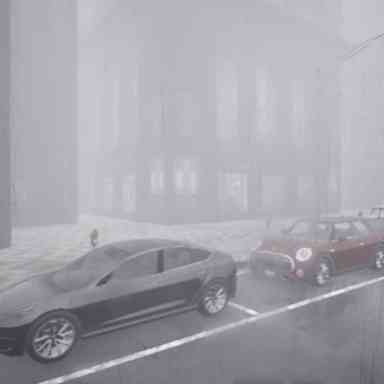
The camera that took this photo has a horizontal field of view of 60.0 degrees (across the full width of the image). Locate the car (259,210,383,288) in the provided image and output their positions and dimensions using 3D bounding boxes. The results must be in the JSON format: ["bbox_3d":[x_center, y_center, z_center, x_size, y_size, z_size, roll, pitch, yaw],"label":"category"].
[{"bbox_3d":[3.495,1.425,9.141,4.097,1.590,1.967,0,0,-35],"label":"car"}]

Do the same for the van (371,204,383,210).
[{"bbox_3d":[8.085,1.316,12.413,3.998,1.788,1.690,0,0,-35],"label":"van"}]

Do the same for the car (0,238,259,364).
[{"bbox_3d":[-1.094,1.561,5.869,4.313,1.339,1.947,0,0,-35],"label":"car"}]
